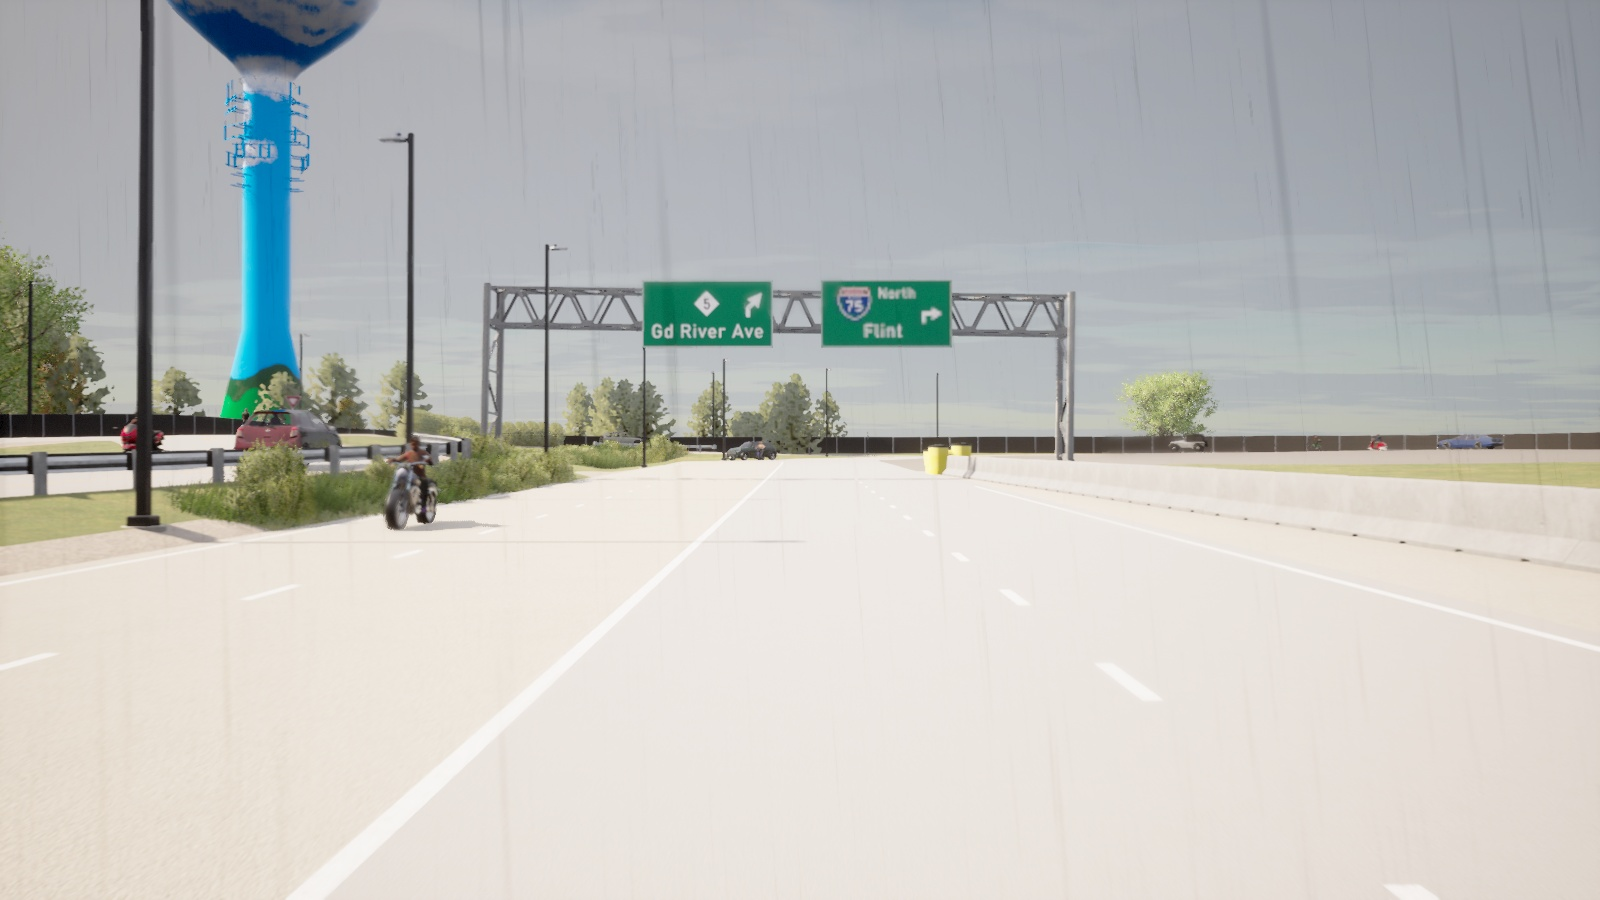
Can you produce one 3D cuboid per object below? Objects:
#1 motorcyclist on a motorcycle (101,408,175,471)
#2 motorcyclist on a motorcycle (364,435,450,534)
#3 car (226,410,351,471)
[{"bbox_3d":[-16.778,-0.288,31.896,0.797,1.523,2.044,-1,2,-2],"label":"motorcyclist on a motorcycle"},{"bbox_3d":[-6.858,0.559,22.039,0.766,1.649,2.350,0,1,0],"label":"motorcyclist on a motorcycle"},{"bbox_3d":[-13.130,-0.288,32.469,1.845,1.501,3.633,0,2,-2],"label":"car"}]
